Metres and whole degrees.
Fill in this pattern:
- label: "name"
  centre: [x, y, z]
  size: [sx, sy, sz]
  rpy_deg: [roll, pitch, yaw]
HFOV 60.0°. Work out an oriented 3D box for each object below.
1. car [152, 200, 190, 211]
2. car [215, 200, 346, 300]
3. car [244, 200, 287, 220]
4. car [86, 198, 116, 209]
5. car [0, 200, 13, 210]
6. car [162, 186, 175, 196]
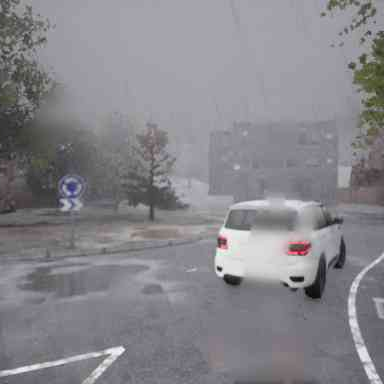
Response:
- label: "car"
  centre: [-2.677, 1.599, 41.014]
  size: [4.718, 1.301, 1.895]
  rpy_deg: [0, 0, 32]
- label: "car"
  centre: [2.591, 1.215, 8.802]
  size: [2.150, 2.045, 5.566]
  rpy_deg: [0, 0, 31]
- label: "car"
  centre: [6.073, 1.441, 28.327]
  size: [2.128, 1.511, 4.902]
  rpy_deg: [0, 0, -6]
- label: "car"
  centre: [-12.673, 1.543, 46.589]
  size: [4.181, 1.385, 1.994]
  rpy_deg: [-1, 3, 0]
- label: "car"
  centre: [-23.428, 1.551, 39.207]
  size: [4.181, 1.385, 1.994]
  rpy_deg: [1, 0, -40]
- label: "car"
  centre: [-4.827, -0.352, 69.427]
  size: [2.150, 2.045, 5.566]
  rpy_deg: [0, 5, 4]
